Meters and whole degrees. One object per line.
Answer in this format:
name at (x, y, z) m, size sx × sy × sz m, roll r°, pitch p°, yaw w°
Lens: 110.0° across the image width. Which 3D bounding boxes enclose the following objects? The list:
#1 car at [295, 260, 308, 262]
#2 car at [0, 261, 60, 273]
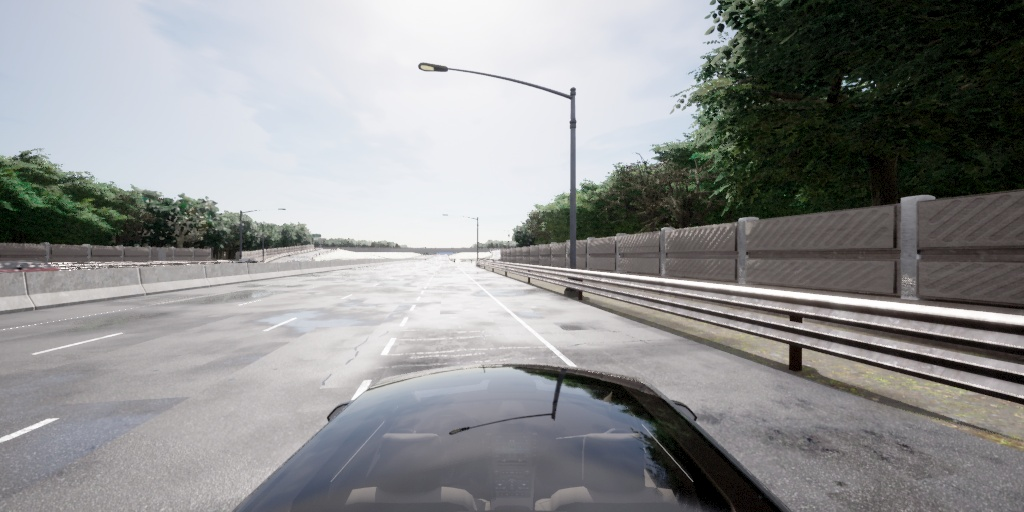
car at (-31.031, 1.403, 55.036) m, size 1.895 × 1.301 × 4.718 m, roll 0°, pitch 0°, yaw -10°
car at (-32.360, 1.108, 23.112) m, size 2.097 × 1.767 × 4.553 m, roll 0°, pitch 0°, yaw -11°
